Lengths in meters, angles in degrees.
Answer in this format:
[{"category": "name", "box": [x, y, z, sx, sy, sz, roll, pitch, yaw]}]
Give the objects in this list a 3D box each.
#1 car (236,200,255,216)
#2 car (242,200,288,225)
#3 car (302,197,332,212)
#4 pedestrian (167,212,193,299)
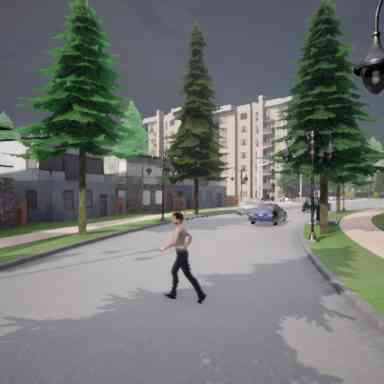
[{"category": "car", "box": [5.969, 1.520, 32.514, 1.812, 1.442, 4.674, 0, 0, 32]}, {"category": "car", "box": [5.571, 1.544, 24.038, 2.033, 1.411, 5.357, 0, 0, 25]}, {"category": "car", "box": [14.389, 1.346, 38.122, 2.097, 1.767, 4.553, 0, 0, 39]}, {"category": "pedestrian", "box": [-0.239, 1.293, 6.820, 0.375, 1.860, 0.375, 0, 0, 7]}]
